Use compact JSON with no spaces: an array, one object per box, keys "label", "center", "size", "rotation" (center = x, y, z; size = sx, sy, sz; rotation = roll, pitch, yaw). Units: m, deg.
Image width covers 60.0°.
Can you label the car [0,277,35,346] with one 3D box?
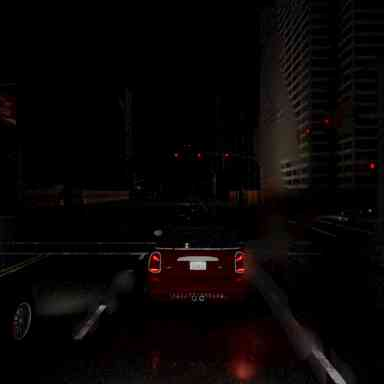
[{"label":"car","center":[-3.395,1.526,3.371],"size":[1.812,1.442,4.674],"rotation":[0,0,0]}]

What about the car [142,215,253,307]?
[{"label":"car","center":[0.108,1.352,8.145],"size":[2.097,1.767,4.553],"rotation":[0,0,0]}]

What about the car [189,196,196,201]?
[{"label":"car","center":[0.082,1.595,83.494],"size":[1.895,1.301,4.718],"rotation":[0,0,0]}]

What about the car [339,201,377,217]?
[{"label":"car","center":[16.300,1.547,30.192],"size":[5.357,1.411,2.033],"rotation":[0,0,0]}]
